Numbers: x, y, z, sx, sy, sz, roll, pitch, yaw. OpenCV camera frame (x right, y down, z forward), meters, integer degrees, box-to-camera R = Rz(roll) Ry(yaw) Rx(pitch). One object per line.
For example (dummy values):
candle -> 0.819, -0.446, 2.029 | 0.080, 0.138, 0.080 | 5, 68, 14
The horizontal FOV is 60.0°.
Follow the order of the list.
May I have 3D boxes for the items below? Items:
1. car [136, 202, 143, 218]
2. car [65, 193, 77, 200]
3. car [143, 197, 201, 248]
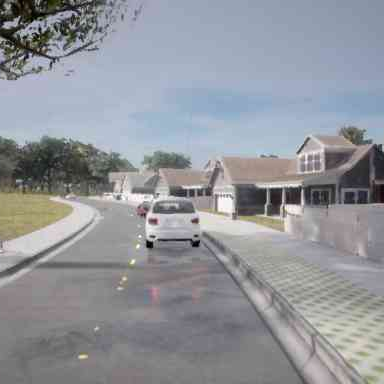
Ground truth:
car -> -3.850, 1.499, 29.705 | 1.994, 1.385, 4.181 | 0, 0, -15
car -> -26.001, 0.994, 71.363 | 1.812, 1.442, 4.674 | 0, 0, -26
car -> -0.972, 1.238, 14.846 | 2.150, 2.045, 5.566 | 0, 0, -7
